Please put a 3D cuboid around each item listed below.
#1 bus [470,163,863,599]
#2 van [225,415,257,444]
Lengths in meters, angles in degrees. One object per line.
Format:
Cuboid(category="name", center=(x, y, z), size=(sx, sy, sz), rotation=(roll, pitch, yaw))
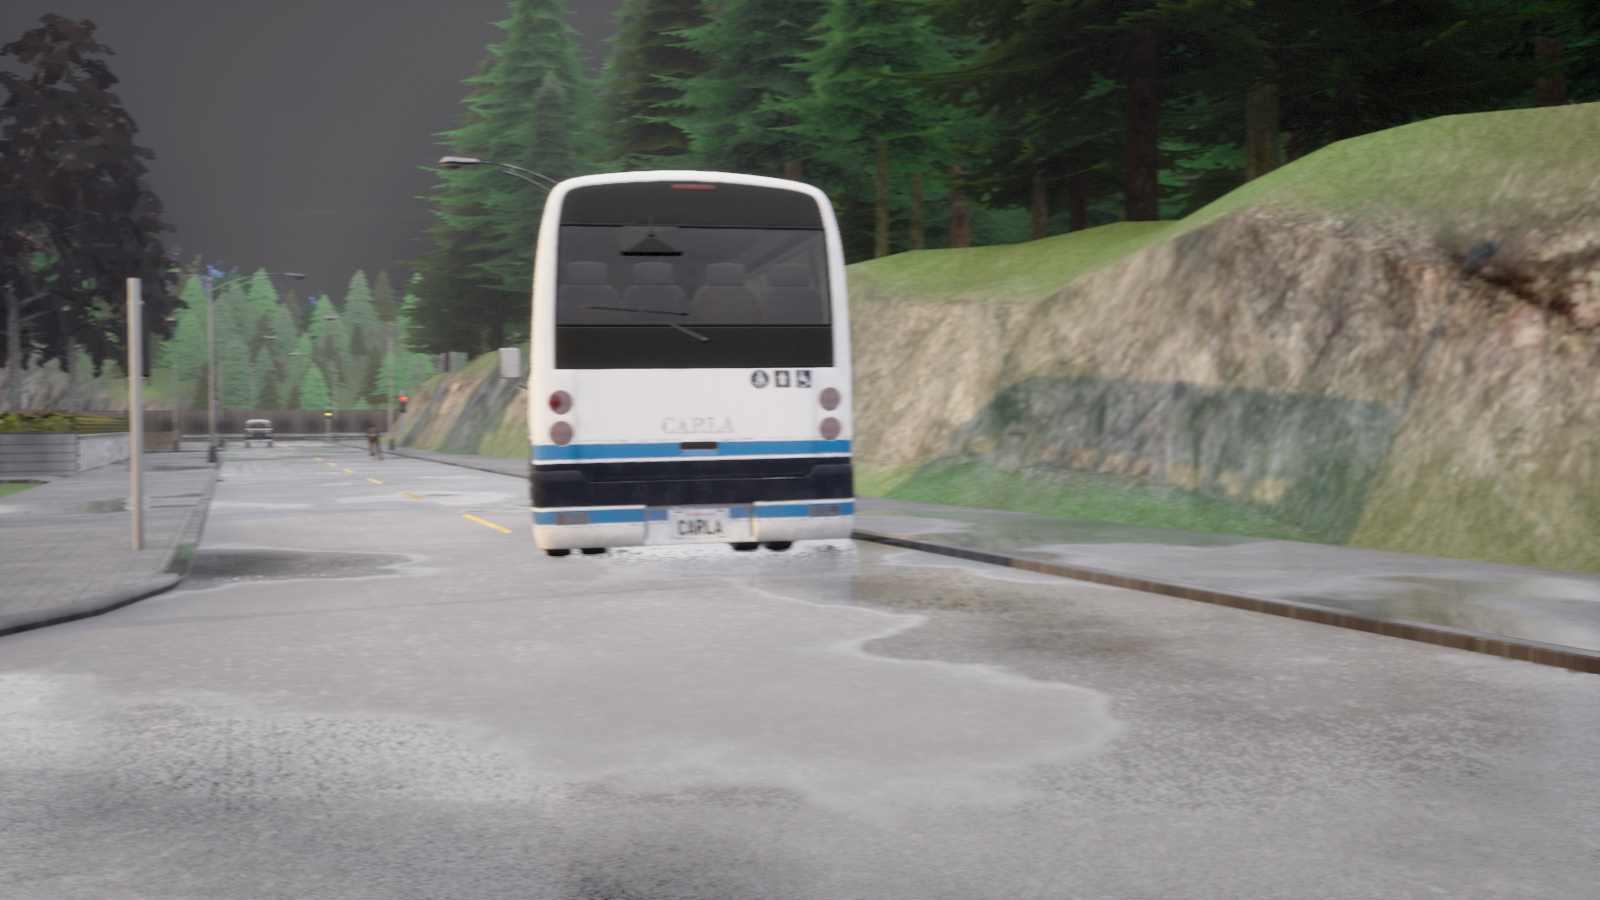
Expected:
Cuboid(category="bus", center=(-2.413, -0.894, 17.699), size=(3.944, 4.253, 10.273), rotation=(-1, 3, -13))
Cuboid(category="van", center=(-40.443, -1.488, 90.799), size=(2.069, 2.038, 4.480), rotation=(-1, 1, -25))
